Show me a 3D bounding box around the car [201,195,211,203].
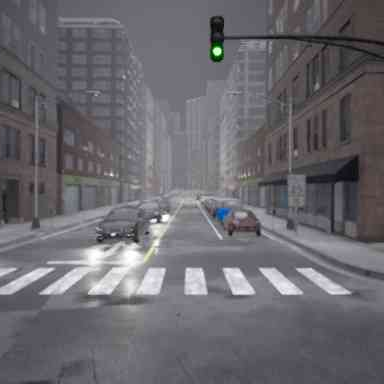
[{"bbox_3d":[2.708,1.342,65.366,1.882,1.535,5.008,0,0,0],"label":"car"}]

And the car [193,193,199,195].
[{"bbox_3d":[-0.371,1.385,56.608,2.128,1.511,4.902,0,0,0],"label":"car"}]

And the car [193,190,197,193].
[{"bbox_3d":[2.161,1.034,90.390,2.192,1.841,5.009,1,0,0],"label":"car"}]

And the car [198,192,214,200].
[{"bbox_3d":[2.724,1.118,58.395,2.150,2.045,5.566,0,0,0],"label":"car"}]

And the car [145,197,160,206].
[{"bbox_3d":[-6.096,1.475,51.471,1.802,1.307,4.206,0,0,0],"label":"car"}]

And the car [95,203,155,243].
[{"bbox_3d":[-3.179,1.488,16.094,1.837,1.490,4.892,0,0,1],"label":"car"}]

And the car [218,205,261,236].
[{"bbox_3d":[2.660,1.589,18.210,1.802,1.307,4.206,0,0,0],"label":"car"}]

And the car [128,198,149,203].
[{"bbox_3d":[-5.982,1.539,34.813,1.802,1.307,4.206,0,0,0],"label":"car"}]

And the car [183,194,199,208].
[{"bbox_3d":[-0.301,1.467,46.606,1.812,1.442,4.674,0,0,0],"label":"car"}]

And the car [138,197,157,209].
[{"bbox_3d":[-6.057,1.470,45.919,2.008,1.369,4.403,0,0,0],"label":"car"}]

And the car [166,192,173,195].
[{"bbox_3d":[-6.290,1.300,79.234,1.887,1.381,4.507,0,0,0],"label":"car"}]

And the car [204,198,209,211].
[{"bbox_3d":[2.544,1.575,34.869,1.802,1.307,4.206,0,0,0],"label":"car"}]

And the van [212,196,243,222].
[{"bbox_3d":[2.621,1.345,23.762,1.690,1.788,3.998,0,0,0],"label":"van"}]

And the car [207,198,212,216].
[{"bbox_3d":[2.582,1.545,29.313,1.887,1.381,4.507,0,0,0],"label":"car"}]

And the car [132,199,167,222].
[{"bbox_3d":[-3.248,1.503,25.999,1.812,1.442,4.674,0,0,-1],"label":"car"}]

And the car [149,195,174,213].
[{"bbox_3d":[-3.278,1.456,36.389,2.128,1.511,4.902,0,0,0],"label":"car"}]

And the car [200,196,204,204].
[{"bbox_3d":[2.468,1.538,45.975,1.802,1.307,4.206,0,0,0],"label":"car"}]

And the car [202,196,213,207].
[{"bbox_3d":[2.507,1.560,40.419,1.802,1.307,4.206,0,0,0],"label":"car"}]
